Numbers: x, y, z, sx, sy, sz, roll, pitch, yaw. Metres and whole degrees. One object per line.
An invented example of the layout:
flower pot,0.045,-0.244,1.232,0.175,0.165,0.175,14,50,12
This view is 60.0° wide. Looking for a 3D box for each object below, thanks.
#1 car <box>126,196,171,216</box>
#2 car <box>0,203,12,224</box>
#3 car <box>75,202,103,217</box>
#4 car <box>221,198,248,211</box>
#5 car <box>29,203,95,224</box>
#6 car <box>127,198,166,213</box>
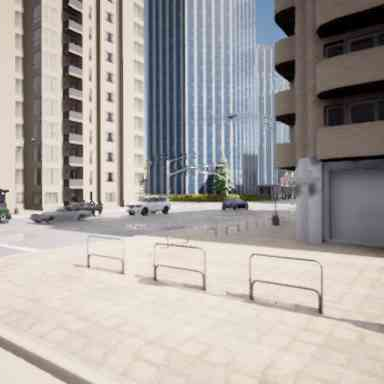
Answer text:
car,-4.607,1.442,35.926,2.150,2.045,5.566,0,0,36
car,-16.356,1.592,25.300,2.097,1.767,4.553,0,0,37
car,-11.100,1.747,32.740,1.837,1.490,4.892,0,0,35
car,5.776,1.552,44.401,2.097,1.767,4.553,0,0,35
car,-10.699,1.819,27.197,1.895,1.301,4.718,0,0,35
car,-5.492,1.596,40.750,2.097,1.767,4.553,0,0,35
